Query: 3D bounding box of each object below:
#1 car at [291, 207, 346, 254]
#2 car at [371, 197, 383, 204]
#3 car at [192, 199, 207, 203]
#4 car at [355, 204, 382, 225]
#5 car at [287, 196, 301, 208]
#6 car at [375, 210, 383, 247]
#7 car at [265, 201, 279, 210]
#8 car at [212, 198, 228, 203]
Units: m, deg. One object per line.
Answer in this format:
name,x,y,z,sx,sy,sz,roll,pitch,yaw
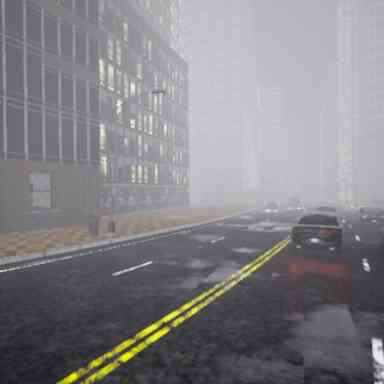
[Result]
car,5.522,1.624,14.404,1.882,1.535,5.008,0,0,25
car,44.306,2.172,76.950,5.009,1.841,2.192,0,0,19
car,2.032,2.392,91.215,4.206,1.307,1.802,0,0,19
car,14.019,1.846,26.217,1.895,1.301,4.718,0,-1,21
car,18.980,1.824,61.769,2.150,2.045,5.566,0,-1,18
car,8.319,1.646,12.712,1.812,1.442,4.674,0,0,25
car,13.018,2.114,54.036,1.994,1.385,4.181,0,-1,18
car,7.404,2.382,89.351,4.313,1.339,1.947,0,0,19
